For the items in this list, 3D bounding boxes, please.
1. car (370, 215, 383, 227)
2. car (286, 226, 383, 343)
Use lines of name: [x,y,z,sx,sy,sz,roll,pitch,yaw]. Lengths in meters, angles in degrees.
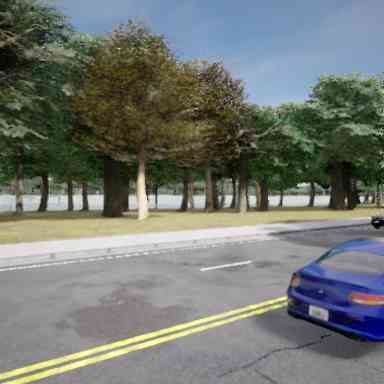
car: [13.425,1.745,21.311,4.718,1.301,1.895,0,0,-36]
car: [3.671,1.563,6.065,4.674,1.442,1.812,0,0,-36]
